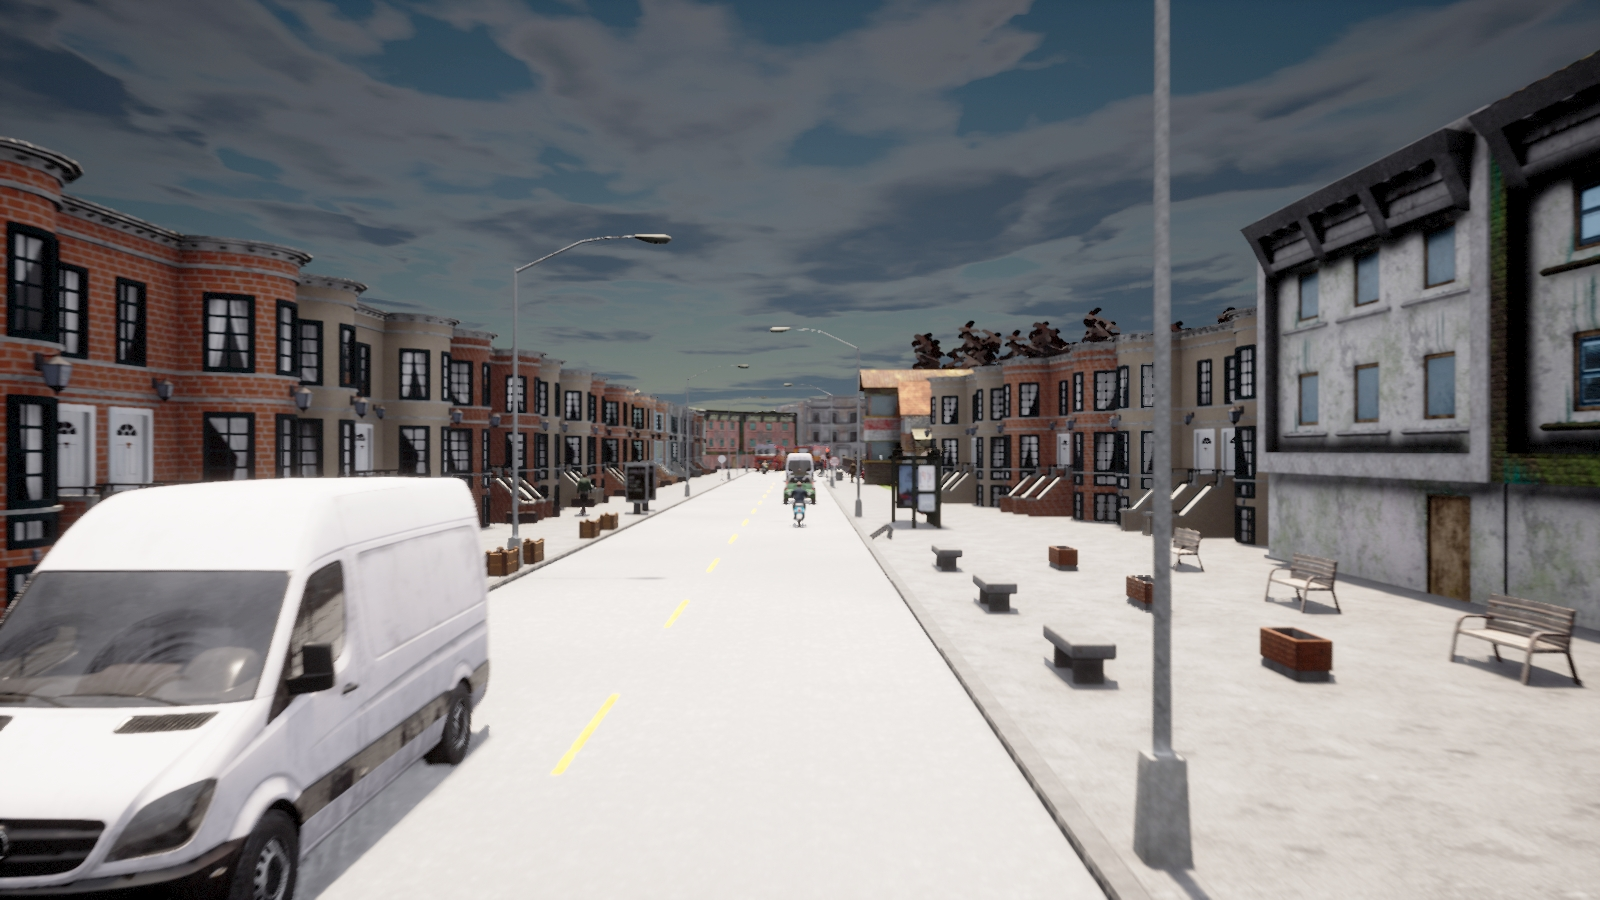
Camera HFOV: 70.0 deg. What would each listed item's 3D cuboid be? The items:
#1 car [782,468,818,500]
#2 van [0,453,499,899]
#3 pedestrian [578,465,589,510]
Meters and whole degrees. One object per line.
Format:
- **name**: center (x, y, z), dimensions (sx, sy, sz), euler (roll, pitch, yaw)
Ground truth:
- **car**: center (-0.023, 1.783, 60.813), dimensions (1.851, 1.617, 3.988), euler (0, 0, 0)
- **van**: center (-4.012, 1.315, 8.521), dimensions (1.988, 2.561, 5.915), euler (0, 0, 0)
- **pedestrian**: center (-8.871, 1.527, 46.795), dimensions (0.375, 1.860, 0.375), euler (0, 0, 1)
